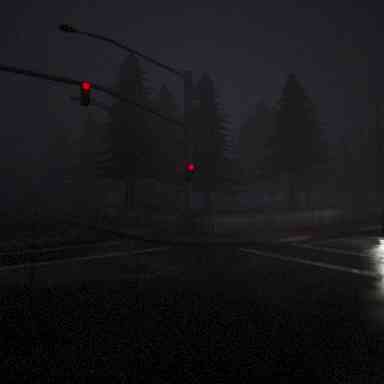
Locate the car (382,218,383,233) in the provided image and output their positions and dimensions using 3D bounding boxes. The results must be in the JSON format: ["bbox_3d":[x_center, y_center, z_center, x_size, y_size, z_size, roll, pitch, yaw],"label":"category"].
[{"bbox_3d":[11.306,1.229,16.355,4.553,1.767,2.097,0,0,-36],"label":"car"}]
